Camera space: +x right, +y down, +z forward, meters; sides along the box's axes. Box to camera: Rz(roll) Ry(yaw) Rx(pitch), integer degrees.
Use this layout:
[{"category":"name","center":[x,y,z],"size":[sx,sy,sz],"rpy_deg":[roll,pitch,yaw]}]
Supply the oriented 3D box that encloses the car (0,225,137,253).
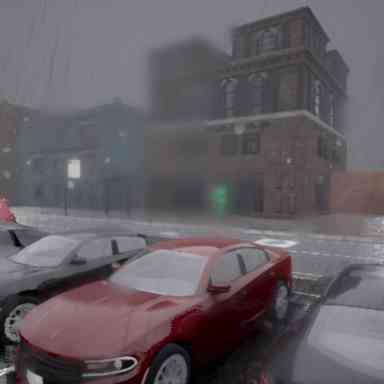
[{"category":"car","center":[-2.299,1.515,6.792],"size":[2.097,1.535,5.008],"rpy_deg":[0,0,36]}]

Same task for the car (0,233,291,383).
[{"category":"car","center":[-0.027,1.502,5.173],"size":[2.097,1.535,5.008],"rpy_deg":[0,0,35]}]

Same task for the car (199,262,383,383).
[{"category":"car","center":[2.239,1.521,3.546],"size":[2.002,1.452,4.674],"rpy_deg":[0,0,35]}]

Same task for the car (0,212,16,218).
[{"category":"car","center":[-6.837,1.557,10.025],"size":[2.002,1.452,4.674],"rpy_deg":[0,0,35]}]

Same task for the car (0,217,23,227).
[{"category":"car","center":[-4.554,1.549,8.430],"size":[2.163,1.488,4.792],"rpy_deg":[0,0,35]}]
